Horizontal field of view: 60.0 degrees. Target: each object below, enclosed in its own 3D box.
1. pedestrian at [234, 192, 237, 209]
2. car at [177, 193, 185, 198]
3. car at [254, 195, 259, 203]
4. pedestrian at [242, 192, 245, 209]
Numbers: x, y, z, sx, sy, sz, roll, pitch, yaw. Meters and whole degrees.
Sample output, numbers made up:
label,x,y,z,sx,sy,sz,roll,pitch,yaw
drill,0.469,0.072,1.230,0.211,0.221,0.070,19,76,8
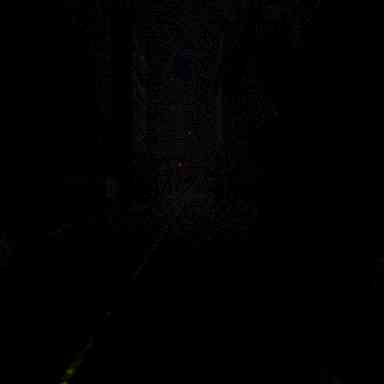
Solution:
label,x,y,z,sx,sy,sz,roll,pitch,yaw
pedestrian,4.619,0.906,35.610,0.375,1.860,0.375,0,1,0
car,-3.040,1.005,91.282,1.994,1.385,4.181,0,0,0
car,12.061,0.798,50.449,5.009,1.841,2.192,-1,1,0
pedestrian,5.619,0.886,36.210,0.375,1.860,0.375,0,1,0
